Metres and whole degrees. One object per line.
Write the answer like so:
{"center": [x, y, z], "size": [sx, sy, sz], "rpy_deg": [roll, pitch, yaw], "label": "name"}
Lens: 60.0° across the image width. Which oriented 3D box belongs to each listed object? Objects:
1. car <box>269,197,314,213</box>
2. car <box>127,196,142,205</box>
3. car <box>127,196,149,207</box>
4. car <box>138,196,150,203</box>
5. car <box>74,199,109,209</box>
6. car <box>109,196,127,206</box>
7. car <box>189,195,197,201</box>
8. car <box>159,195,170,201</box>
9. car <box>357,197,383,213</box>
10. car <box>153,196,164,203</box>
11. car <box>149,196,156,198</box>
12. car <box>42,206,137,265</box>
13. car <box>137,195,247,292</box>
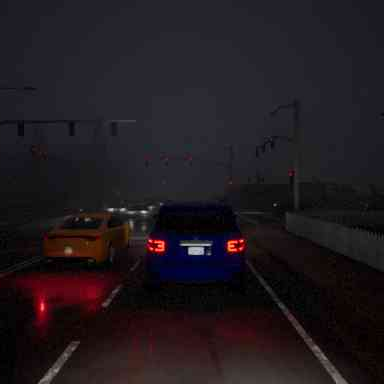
{"center": [10.746, 1.352, 36.100], "size": [4.553, 1.767, 2.097], "rpy_deg": [0, 0, -1], "label": "car"}
{"center": [-10.397, 1.477, 60.575], "size": [1.882, 1.535, 5.008], "rpy_deg": [0, 0, 0], "label": "car"}
{"center": [-6.495, 1.525, 40.545], "size": [1.812, 1.442, 4.674], "rpy_deg": [0, 0, -7], "label": "car"}
{"center": [-10.304, 1.595, 71.142], "size": [1.895, 1.301, 4.718], "rpy_deg": [0, 0, 0], "label": "car"}
{"center": [-10.506, 1.491, 34.036], "size": [2.128, 1.511, 4.902], "rpy_deg": [0, 0, 0], "label": "car"}
{"center": [-10.465, 1.352, 47.657], "size": [2.097, 1.767, 4.553], "rpy_deg": [0, 0, 0], "label": "car"}
{"center": [0.245, 1.540, 89.039], "size": [2.033, 1.411, 5.357], "rpy_deg": [0, 0, 0], "label": "car"}
{"center": [-6.773, 1.526, 82.406], "size": [2.033, 1.411, 5.357], "rpy_deg": [0, 0, 0], "label": "car"}
{"center": [20.528, 1.352, 36.316], "size": [4.553, 1.767, 2.097], "rpy_deg": [0, 0, -1], "label": "car"}
{"center": [-6.829, 1.526, 67.928], "size": [1.812, 1.442, 4.674], "rpy_deg": [0, 0, 1], "label": "car"}
{"center": [-6.946, 1.547, 53.018], "size": [2.033, 1.411, 5.357], "rpy_deg": [0, 0, 0], "label": "car"}
{"center": [-3.392, 1.478, 11.674], "size": [1.882, 1.535, 5.008], "rpy_deg": [0, 0, 0], "label": "car"}
{"center": [0.087, 1.221, 9.050], "size": [2.150, 2.045, 5.566], "rpy_deg": [0, 0, 0], "label": "car"}
